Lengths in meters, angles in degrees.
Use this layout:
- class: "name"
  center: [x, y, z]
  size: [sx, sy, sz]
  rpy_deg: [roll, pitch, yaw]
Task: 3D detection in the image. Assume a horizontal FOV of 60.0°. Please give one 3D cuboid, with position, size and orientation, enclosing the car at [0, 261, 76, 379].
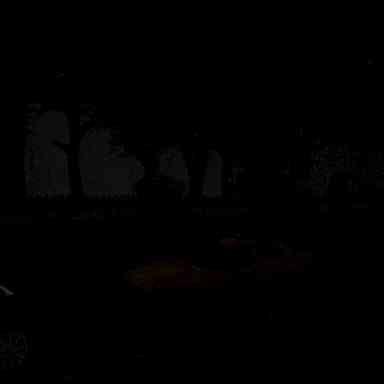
- class: "car"
  center: [-3.697, 1.544, 3.923]
  size: [4.403, 1.369, 2.008]
  rpy_deg: [1, -1, -36]

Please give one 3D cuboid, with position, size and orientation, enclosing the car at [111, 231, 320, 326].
- class: "car"
  center: [0.748, 1.563, 7.095]
  size: [4.829, 1.417, 1.752]
  rpy_deg: [1, -1, -36]
